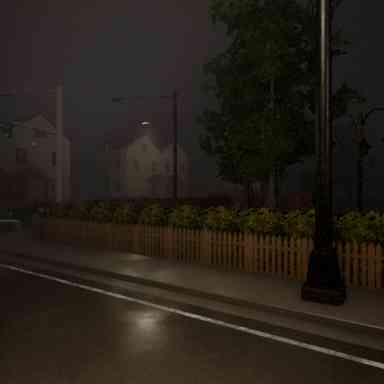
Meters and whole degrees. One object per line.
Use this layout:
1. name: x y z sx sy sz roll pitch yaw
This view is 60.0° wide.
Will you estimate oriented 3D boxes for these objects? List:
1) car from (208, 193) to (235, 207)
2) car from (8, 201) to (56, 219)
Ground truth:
1. car: 4.287 1.221 48.813 2.150 2.045 5.566 0 0 35
2. car: -13.672 1.526 29.430 1.812 1.442 4.674 0 0 35
